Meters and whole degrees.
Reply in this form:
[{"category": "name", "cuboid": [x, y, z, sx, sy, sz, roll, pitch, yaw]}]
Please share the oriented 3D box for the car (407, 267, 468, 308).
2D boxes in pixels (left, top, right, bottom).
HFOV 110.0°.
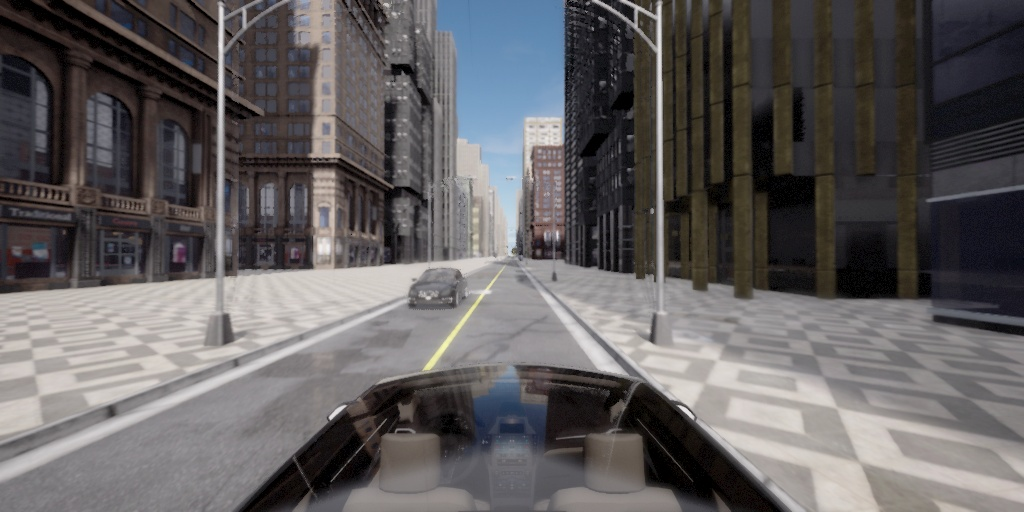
[{"category": "car", "cuboid": [-2.989, 1.249, 15.220, 1.837, 1.490, 4.892, 0, 0, 0]}]
